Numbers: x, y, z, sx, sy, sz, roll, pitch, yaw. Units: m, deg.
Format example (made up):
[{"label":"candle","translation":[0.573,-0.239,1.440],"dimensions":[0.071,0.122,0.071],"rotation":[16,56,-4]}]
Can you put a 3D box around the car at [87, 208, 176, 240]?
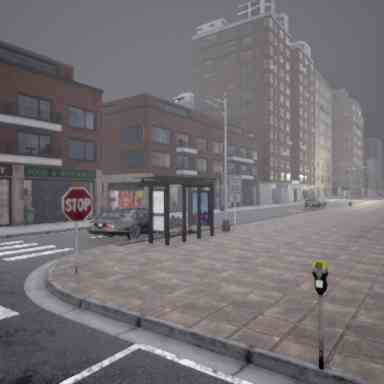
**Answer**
[{"label":"car","translation":[-2.572,1.492,16.641],"dimensions":[2.033,1.411,5.357],"rotation":[0,0,35]}]

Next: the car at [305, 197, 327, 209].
[{"label":"car","translation":[16.038,1.375,42.971],"dimensions":[2.128,1.511,4.902],"rotation":[0,0,35]}]
